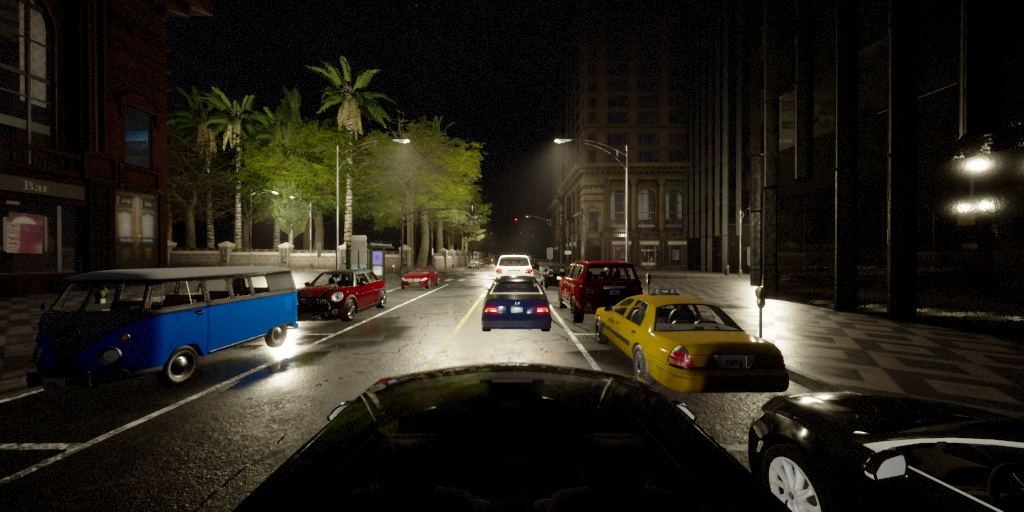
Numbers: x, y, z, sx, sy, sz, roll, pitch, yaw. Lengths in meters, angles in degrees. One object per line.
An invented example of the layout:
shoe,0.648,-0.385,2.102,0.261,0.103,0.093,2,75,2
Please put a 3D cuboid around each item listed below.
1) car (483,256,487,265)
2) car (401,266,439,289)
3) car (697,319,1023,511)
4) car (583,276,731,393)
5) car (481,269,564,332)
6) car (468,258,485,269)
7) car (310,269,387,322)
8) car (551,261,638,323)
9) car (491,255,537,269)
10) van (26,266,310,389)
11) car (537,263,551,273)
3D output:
car,-5.737,1.159,60.168,1.967,1.591,4.097,0,0,0
car,-5.754,1.327,22.888,1.802,1.307,4.207,0,0,0
car,2.762,1.300,1.165,2.007,1.370,4.403,0,0,0
car,2.764,1.275,6.761,1.751,1.417,4.829,0,0,0
car,0.106,1.296,10.837,2.033,1.411,5.357,0,0,0
car,-5.739,1.275,54.748,2.007,1.370,4.403,0,0,0
car,-5.759,1.188,12.036,1.967,1.591,4.097,0,0,0
car,2.767,1.063,12.016,2.192,1.841,5.009,0,0,0
car,0.109,0.968,21.408,2.150,2.045,5.566,0,0,0
van,-5.761,1.090,6.609,1.690,1.789,3.998,0,0,0
car,2.772,1.310,22.867,1.948,1.339,4.313,0,0,0
